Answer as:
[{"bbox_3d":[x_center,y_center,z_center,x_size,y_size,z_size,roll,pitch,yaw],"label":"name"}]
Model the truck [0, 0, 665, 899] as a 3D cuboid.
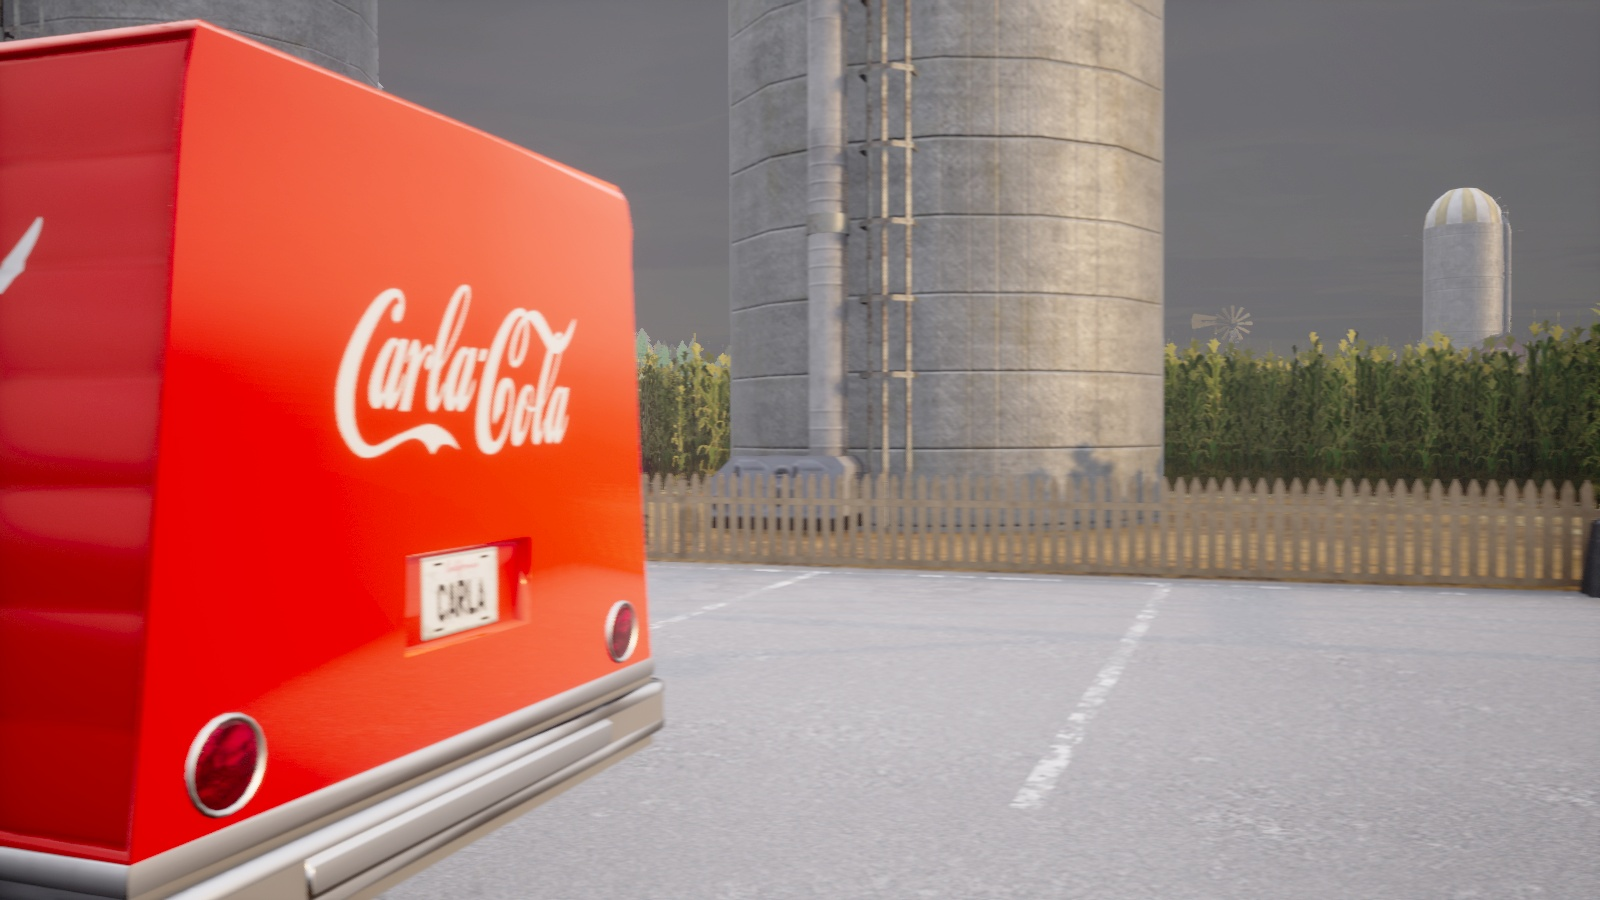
[{"bbox_3d":[-3.399,0.258,4.329,5.204,2.467,2.627,1,1,19],"label":"truck"}]
